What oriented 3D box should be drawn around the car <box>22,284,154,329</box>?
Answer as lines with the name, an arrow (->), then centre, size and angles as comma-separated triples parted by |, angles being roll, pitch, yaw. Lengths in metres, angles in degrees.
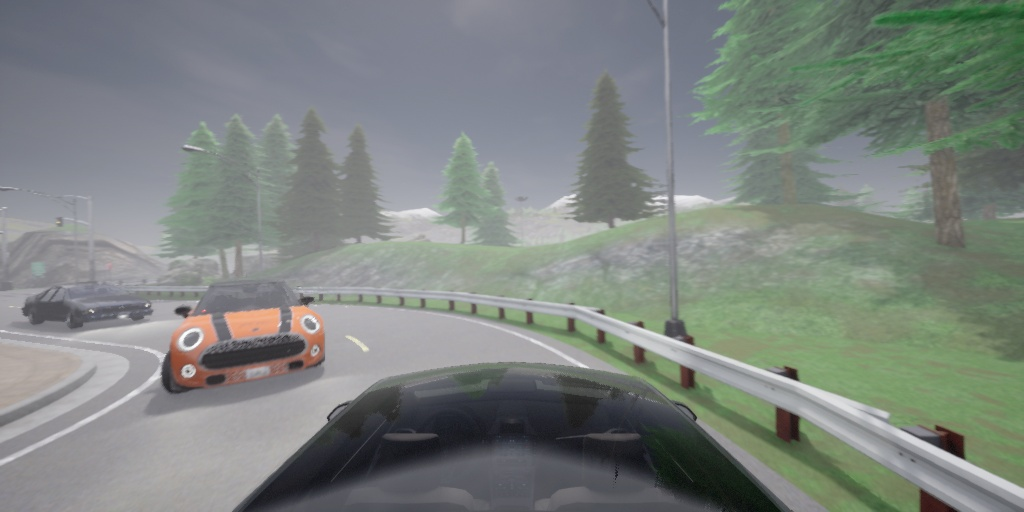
car -> -15.907, 1.772, 13.387 | 5.357, 1.411, 2.033 | -2, 0, 22

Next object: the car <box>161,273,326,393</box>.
car -> -5.339, 1.258, 7.321 | 2.097, 1.767, 4.553 | -2, 0, -38
